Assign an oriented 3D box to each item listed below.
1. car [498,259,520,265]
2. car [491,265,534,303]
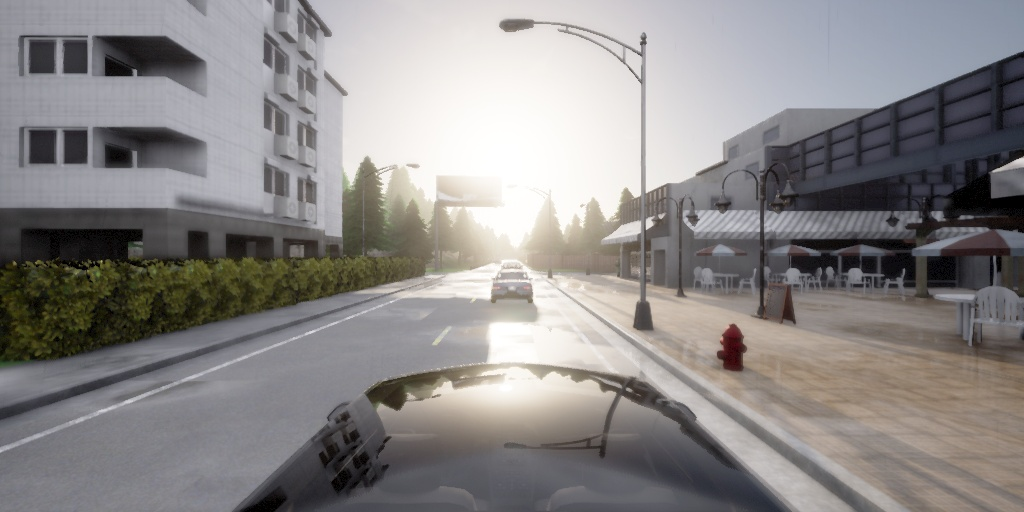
[{"bbox_3d":[0.000,1.234,31.500,1.882,1.535,5.008,0,0,0],"label":"car"},{"bbox_3d":[0.000,1.312,16.500,2.033,1.411,5.357,0,0,0],"label":"car"}]
